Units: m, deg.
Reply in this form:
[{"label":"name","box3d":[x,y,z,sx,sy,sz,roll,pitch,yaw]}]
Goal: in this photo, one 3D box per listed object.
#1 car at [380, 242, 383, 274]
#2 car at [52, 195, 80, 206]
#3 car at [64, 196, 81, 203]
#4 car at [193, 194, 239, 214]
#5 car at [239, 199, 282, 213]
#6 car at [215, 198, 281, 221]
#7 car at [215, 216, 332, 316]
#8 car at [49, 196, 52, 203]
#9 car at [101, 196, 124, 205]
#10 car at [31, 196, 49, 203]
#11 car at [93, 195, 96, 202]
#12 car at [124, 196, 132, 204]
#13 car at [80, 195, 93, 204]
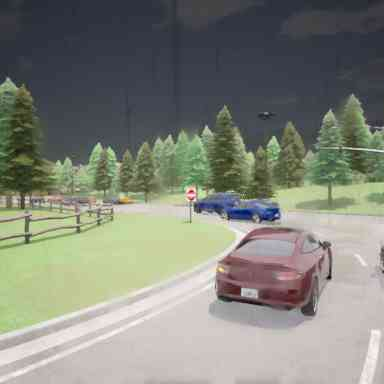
[{"label":"car","box3d":[5.361,1.547,7.272,2.033,1.411,5.357,0,0,25]},{"label":"car","box3d":[-20.996,1.487,55.213,2.128,1.511,4.902,0,0,-40]},{"label":"car","box3d":[-25.716,1.523,71.568,1.812,1.442,4.674,0,0,-40]},{"label":"car","box3d":[2.438,1.222,32.746,2.150,2.045,5.566,0,0,-40]},{"label":"car","box3d":[7.646,1.525,37.430,1.812,1.442,4.674,0,0,-40]},{"label":"car","box3d":[4.316,1.477,25.066,1.882,1.535,5.008,0,0,-40]},{"label":"car","box3d":[2.055,1.526,7.593,1.812,1.442,4.674,0,0,28]},{"label":"car","box3d":[-28.566,1.354,69.527,2.097,1.767,4.553,0,0,-40]},{"label":"car","box3d":[-14.128,1.562,57.920,1.994,1.385,4.181,0,0,-40]},{"label":"car","box3d":[-31.066,1.523,67.056,1.812,1.442,4.674,0,0,-40]},{"label":"car","box3d":[-23.045,1.354,73.833,2.097,1.767,4.553,0,0,-40]},{"label":"car","box3d":[-13.027,1.477,62.052,1.882,1.535,5.008,0,0,-40]},{"label":"car","box3d":[-20.193,1.488,59.701,2.128,1.511,4.902,0,0,-40]}]
